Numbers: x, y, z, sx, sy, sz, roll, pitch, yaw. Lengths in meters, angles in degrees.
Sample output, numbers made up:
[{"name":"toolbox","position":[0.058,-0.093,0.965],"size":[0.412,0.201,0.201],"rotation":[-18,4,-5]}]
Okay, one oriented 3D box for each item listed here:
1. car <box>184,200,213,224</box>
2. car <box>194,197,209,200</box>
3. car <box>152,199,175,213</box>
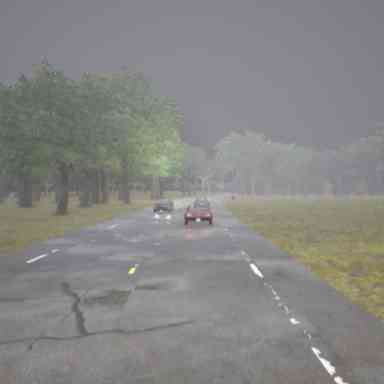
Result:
[{"name":"car","position":[0.480,1.510,23.777],"size":[1.895,1.301,4.718],"rotation":[0,0,2]},{"name":"car","position":[1.235,1.365,42.231],"size":[1.994,1.385,4.181],"rotation":[0,0,3]},{"name":"car","position":[-2.833,1.399,34.567],"size":[2.033,1.411,5.357],"rotation":[0,0,2]}]
